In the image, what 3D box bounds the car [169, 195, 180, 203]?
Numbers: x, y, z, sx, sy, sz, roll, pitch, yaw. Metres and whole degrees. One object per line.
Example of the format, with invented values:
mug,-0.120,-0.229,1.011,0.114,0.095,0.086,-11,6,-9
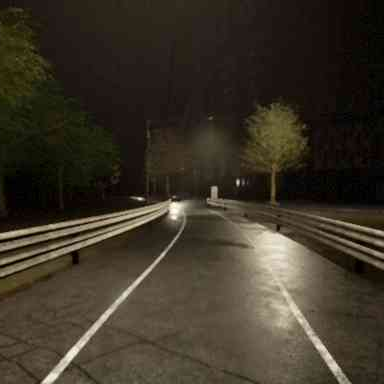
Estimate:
car,-3.603,1.404,64.488,2.128,1.511,4.902,0,0,-15
